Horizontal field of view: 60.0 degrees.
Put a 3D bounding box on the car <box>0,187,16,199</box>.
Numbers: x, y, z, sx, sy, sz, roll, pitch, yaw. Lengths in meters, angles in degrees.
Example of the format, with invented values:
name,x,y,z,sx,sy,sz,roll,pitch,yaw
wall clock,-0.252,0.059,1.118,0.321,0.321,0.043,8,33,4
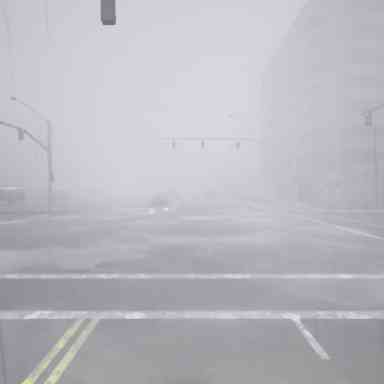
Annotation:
name,x,y,z,sx,sy,sz,roll,pitch,yaw
car,-43.591,-0.039,77.648,1.905,1.878,3.866,0,1,0

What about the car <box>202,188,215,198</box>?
name,x,y,z,sx,sy,sz,roll,pitch,yaw
car,3.479,0.195,66.646,2.150,2.045,5.566,0,1,0

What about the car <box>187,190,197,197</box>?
name,x,y,z,sx,sy,sz,roll,pitch,yaw
car,-0.025,0.210,76.192,2.128,1.511,4.902,0,1,0

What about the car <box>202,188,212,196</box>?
name,x,y,z,sx,sy,sz,roll,pitch,yaw
car,3.475,0.040,76.161,2.097,1.767,4.553,0,1,0

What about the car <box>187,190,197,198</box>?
name,x,y,z,sx,sy,sz,roll,pitch,yaw
car,-0.022,0.491,67.219,1.812,1.442,4.674,0,1,0

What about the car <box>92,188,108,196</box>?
name,x,y,z,sx,sy,sz,roll,pitch,yaw
car,-21.074,-0.040,77.559,1.932,1.855,4.605,0,1,0

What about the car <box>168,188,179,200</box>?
name,x,y,z,sx,sy,sz,roll,pitch,yaw
car,-3.529,0.291,60.562,2.150,2.045,5.566,0,1,0

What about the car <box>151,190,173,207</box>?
name,x,y,z,sx,sy,sz,roll,pitch,yaw
car,-3.603,0.884,38.523,1.882,1.535,5.008,0,2,0

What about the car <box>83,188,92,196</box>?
name,x,y,z,sx,sy,sz,roll,pitch,yaw
car,-23.968,-0.038,77.622,1.905,1.878,3.866,0,1,0

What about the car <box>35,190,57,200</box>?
name,x,y,z,sx,sy,sz,roll,pitch,yaw
car,-26.729,0.469,60.170,1.970,1.475,3.806,0,1,0
